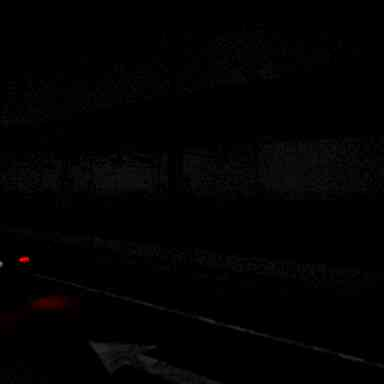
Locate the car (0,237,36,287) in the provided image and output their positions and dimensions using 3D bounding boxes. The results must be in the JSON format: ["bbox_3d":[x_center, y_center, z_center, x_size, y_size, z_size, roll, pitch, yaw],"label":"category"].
[{"bbox_3d":[-6.085,1.560,8.332,5.357,1.411,2.033,0,0,36],"label":"car"}]
